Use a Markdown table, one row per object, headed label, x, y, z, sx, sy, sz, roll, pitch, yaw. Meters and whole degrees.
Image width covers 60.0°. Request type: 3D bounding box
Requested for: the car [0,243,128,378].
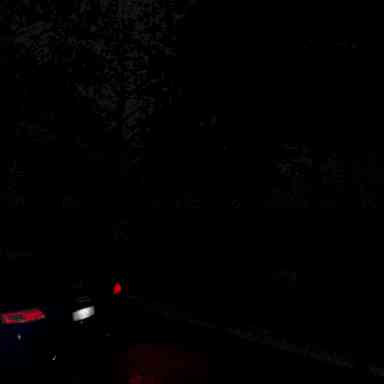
| label | x | y | z | sx | sy | sz | roll | pitch | yaw |
| --- | --- | --- | --- | --- | --- | --- | --- | --- | --- |
| car | -3.054 | 1.568 | 5.547 | 4.181 | 1.385 | 1.994 | 0 | 0 | 36 |
